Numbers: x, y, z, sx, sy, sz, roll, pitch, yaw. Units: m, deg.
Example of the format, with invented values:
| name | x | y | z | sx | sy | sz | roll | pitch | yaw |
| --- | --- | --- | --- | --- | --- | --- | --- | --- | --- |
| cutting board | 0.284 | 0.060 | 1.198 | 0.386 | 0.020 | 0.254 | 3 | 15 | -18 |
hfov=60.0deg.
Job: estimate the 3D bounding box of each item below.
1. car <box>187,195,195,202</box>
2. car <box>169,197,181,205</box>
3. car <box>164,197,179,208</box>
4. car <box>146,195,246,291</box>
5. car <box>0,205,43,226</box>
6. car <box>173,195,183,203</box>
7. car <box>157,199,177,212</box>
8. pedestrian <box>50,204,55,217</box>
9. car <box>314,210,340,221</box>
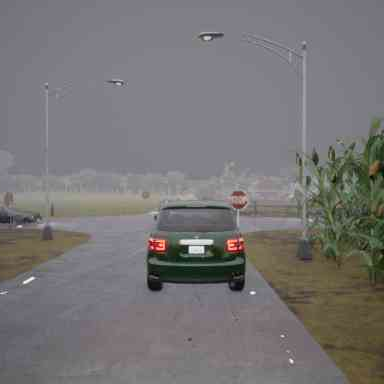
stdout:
| name | x | y | z | sx | sy | sz | roll | pitch | yaw |
| --- | --- | --- | --- | --- | --- | --- | --- | --- | --- |
| car | -0.158 | 1.478 | 80.817 | 1.882 | 1.535 | 5.008 | 0 | 0 | 0 |
| car | -2.942 | 1.556 | 58.380 | 1.994 | 1.385 | 4.181 | 0 | 0 | 0 |
| car | -2.933 | 1.467 | 48.567 | 1.882 | 1.535 | 5.008 | 0 | 0 | 0 |
| car | 0.086 | 1.217 | 9.153 | 2.150 | 2.045 | 5.566 | 0 | 0 | 0 |
| car | -13.485 | 1.599 | 23.296 | 5.357 | 1.411 | 2.033 | 0 | 2 | -3 |
| car | -2.889 | 1.473 | 68.440 | 1.882 | 1.535 | 5.008 | 0 | 0 | 0 |
| car | -2.924 | 1.552 | 39.833 | 1.994 | 1.385 | 4.181 | 0 | 0 | 0 |
| pedestrian | -12.238 | 1.612 | 29.166 | 0.500 | 1.100 | 0.500 | 0 | 2 | 0 |
| car | 12.562 | 1.522 | 26.282 | 5.357 | 1.411 | 2.033 | 0 | 2 | 0 |
